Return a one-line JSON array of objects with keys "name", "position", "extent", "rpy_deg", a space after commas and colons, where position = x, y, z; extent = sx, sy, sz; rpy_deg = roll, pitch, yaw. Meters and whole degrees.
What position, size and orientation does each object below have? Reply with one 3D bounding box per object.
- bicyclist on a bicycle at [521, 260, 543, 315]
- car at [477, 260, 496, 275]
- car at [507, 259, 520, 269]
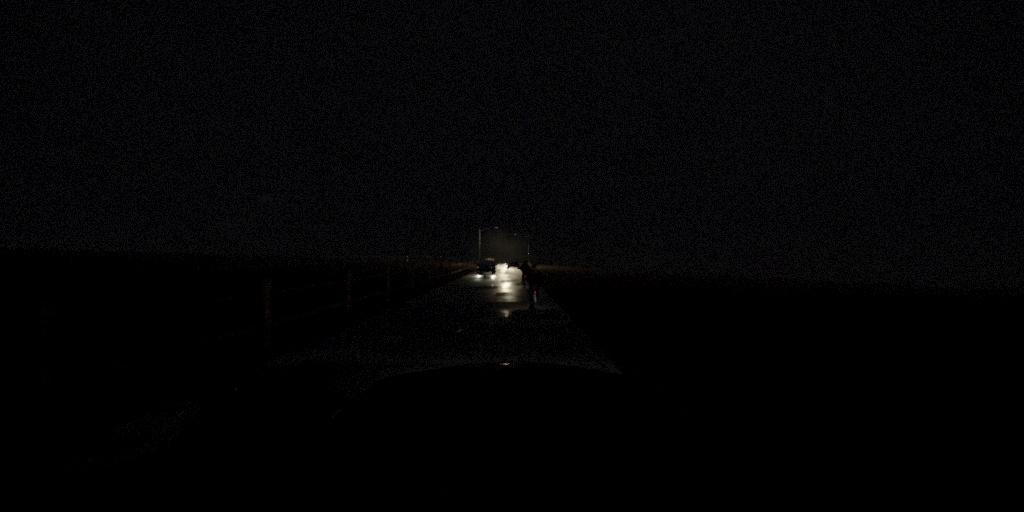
[{"name": "bicyclist on a bicycle", "position": [0.764, 1.102, 12.503], "extent": [0.659, 1.776, 1.843], "rpy_deg": [0, 0, 0]}, {"name": "car", "position": [-2.770, 1.180, 39.371], "extent": [1.882, 1.535, 5.008], "rpy_deg": [0, 0, 0]}, {"name": "car", "position": [0.237, 1.224, 55.624], "extent": [1.812, 1.442, 4.674], "rpy_deg": [0, 0, 0]}]
